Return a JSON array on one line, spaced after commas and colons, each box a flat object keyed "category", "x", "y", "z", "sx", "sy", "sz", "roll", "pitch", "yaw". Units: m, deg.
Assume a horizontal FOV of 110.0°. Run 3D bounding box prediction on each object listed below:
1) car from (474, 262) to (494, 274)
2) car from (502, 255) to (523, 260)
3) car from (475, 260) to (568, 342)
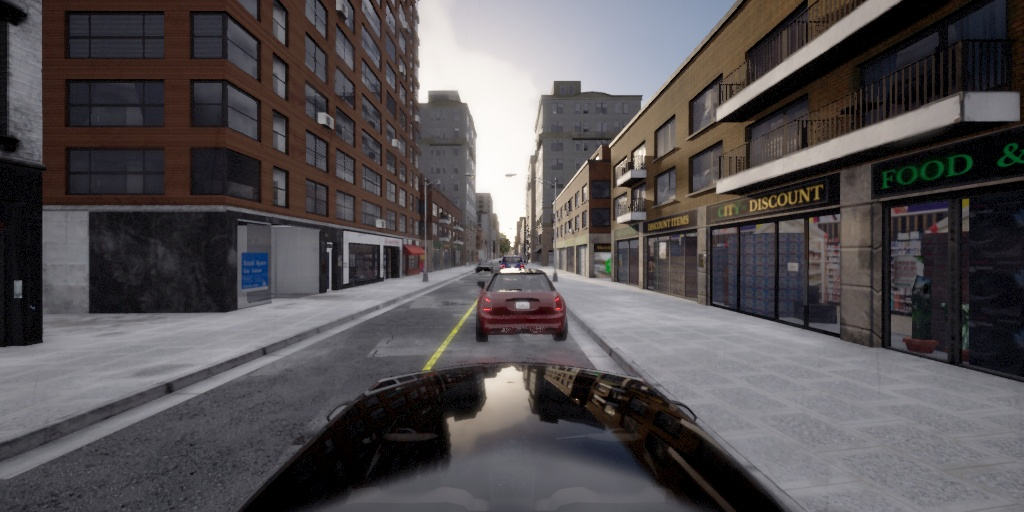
[{"category": "car", "x": -3.179, "y": 1.360, "z": 41.365, "sx": 1.895, "sy": 1.301, "sz": 4.718, "roll": 0, "pitch": 0, "yaw": 0}, {"category": "car", "x": 0.038, "y": 0.975, "z": 31.104, "sx": 2.150, "sy": 2.045, "sz": 5.566, "roll": 0, "pitch": 0, "yaw": 0}, {"category": "car", "x": 0.115, "y": 1.102, "z": 9.958, "sx": 2.097, "sy": 1.767, "sz": 4.553, "roll": 0, "pitch": 0, "yaw": -3}]
